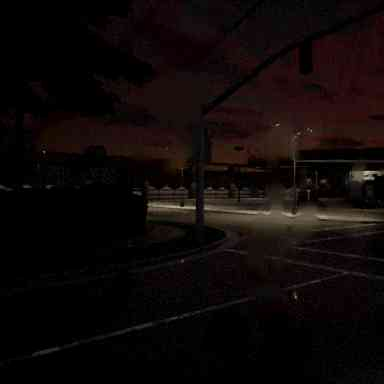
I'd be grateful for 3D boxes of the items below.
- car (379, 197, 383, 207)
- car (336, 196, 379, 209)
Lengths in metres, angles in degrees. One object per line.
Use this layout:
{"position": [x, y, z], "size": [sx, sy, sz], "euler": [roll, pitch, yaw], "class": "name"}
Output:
{"position": [25.378, 1.456, 47.192], "size": [1.970, 1.475, 3.806], "euler": [0, 0, -35], "class": "car"}
{"position": [21.112, 1.295, 43.268], "size": [2.242, 1.667, 4.611], "euler": [0, 0, -35], "class": "car"}
